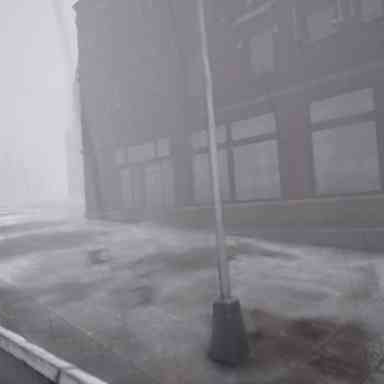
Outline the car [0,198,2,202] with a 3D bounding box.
[{"bbox_3d":[-31.756,1.288,51.650,2.033,1.411,5.357,-5,2,0],"label":"car"}]
